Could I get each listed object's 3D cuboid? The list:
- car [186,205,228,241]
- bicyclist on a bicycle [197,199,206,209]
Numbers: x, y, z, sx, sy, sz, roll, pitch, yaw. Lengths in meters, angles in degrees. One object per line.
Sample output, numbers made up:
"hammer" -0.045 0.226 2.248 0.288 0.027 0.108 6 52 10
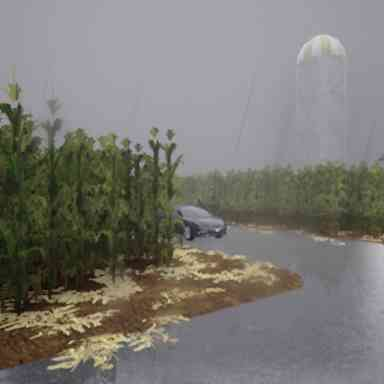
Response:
"car" -0.258 1.406 16.279 1.837 1.490 4.892 1 0 -34
"bicyclist on a bicycle" 0.645 1.380 26.340 1.656 1.620 0.582 1 0 -35
